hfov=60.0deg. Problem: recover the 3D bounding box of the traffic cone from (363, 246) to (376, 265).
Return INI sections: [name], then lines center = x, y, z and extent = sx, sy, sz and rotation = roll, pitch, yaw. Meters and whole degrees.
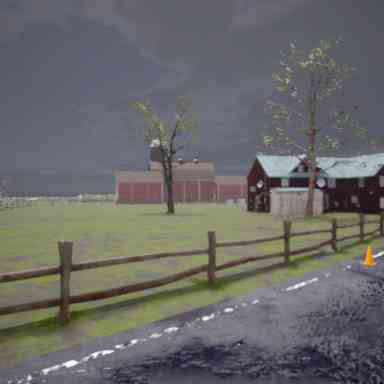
[traffic cone]
center = 5.940, 2.104, 11.138
extent = 0.340, 0.580, 0.340
rotation = -1, -1, 45
